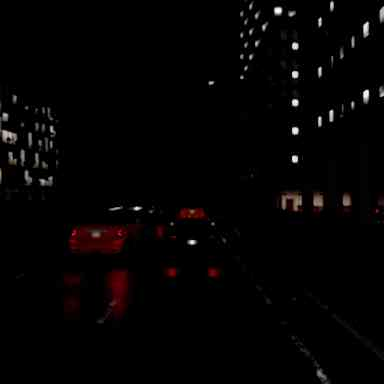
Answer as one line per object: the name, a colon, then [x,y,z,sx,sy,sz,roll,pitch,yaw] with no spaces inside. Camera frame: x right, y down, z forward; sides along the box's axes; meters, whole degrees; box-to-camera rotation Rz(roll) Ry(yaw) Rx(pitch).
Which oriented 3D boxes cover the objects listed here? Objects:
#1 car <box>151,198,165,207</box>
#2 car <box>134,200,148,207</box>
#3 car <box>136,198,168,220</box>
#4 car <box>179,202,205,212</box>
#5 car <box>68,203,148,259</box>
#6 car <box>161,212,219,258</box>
car: [-6.539,1.980,64.578,2.097,1.767,4.553,0,-1,1]
car: [-9.777,2.227,64.481,1.895,1.301,4.718,0,-1,1]
car: [-3.236,1.639,28.388,2.097,1.767,4.553,0,-1,0]
car: [0.014,1.639,28.387,2.097,1.767,4.553,0,-1,0]
car: [-3.234,1.489,13.385,2.097,1.767,4.553,0,-1,0]
car: [0.016,1.703,13.382,1.994,1.385,4.181,0,0,0]
